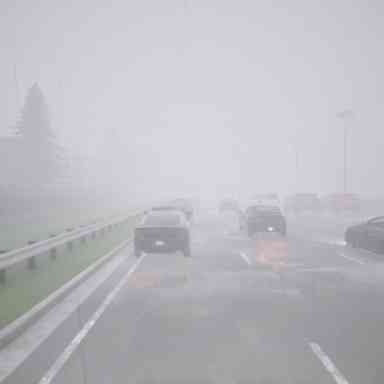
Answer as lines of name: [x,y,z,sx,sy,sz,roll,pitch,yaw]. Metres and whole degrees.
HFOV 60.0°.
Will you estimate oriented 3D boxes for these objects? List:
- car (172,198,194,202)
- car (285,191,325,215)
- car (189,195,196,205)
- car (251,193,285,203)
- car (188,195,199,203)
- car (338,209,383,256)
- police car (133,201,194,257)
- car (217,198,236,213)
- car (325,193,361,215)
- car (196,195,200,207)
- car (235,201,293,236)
car: [-0.946,1.433,22.840,1.837,1.490,4.892,0,0,0]
car: [10.750,1.116,32.878,2.150,2.045,5.566,0,0,0]
car: [-0.919,1.259,28.810,2.097,1.767,4.553,0,0,0]
car: [7.253,1.110,33.395,2.150,2.045,5.566,0,0,0]
car: [0.288,1.280,62.203,1.882,1.535,5.008,0,0,0]
car: [7.152,1.526,11.748,1.994,1.385,4.181,0,0,0]
police car: [-0.992,1.384,12.950,1.930,1.638,5.238,0,0,0]
car: [3.761,1.366,35.081,1.882,1.535,5.008,0,0,0]
car: [14.248,1.118,32.306,2.150,2.045,5.566,0,0,0]
car: [0.233,1.340,47.523,2.128,1.511,4.902,0,0,1]
car: [3.681,1.447,17.883,1.837,1.490,4.892,0,0,0]
